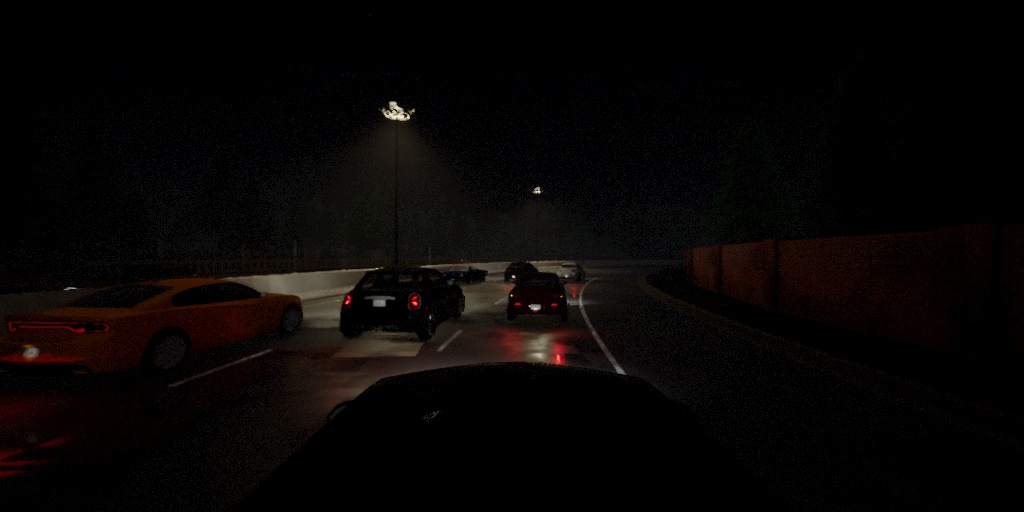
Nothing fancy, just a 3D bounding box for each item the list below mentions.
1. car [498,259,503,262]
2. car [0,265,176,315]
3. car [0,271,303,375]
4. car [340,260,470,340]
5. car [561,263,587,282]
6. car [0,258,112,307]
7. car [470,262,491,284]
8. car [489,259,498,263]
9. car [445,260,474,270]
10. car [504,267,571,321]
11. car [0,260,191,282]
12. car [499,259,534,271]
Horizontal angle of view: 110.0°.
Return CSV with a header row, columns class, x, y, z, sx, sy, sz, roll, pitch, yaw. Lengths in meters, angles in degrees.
class,x,y,z,sx,sy,sz,roll,pitch,yaw
car,0.391,1.179,53.257,1.882,1.535,5.008,0,0,31
car,-16.622,1.173,14.113,1.837,1.490,4.892,0,0,7
car,-6.565,1.195,7.479,1.882,1.535,5.008,0,0,3
car,-2.794,1.082,10.177,2.097,1.767,4.553,0,0,5
car,4.819,1.269,29.108,1.812,1.442,4.674,0,0,18
car,-20.049,1.005,14.663,2.097,1.767,4.553,0,0,8
car,-3.363,1.313,26.341,1.895,1.301,4.718,0,0,15
car,-2.390,1.166,55.415,1.882,1.535,5.008,0,0,31
car,-7.726,1.269,53.146,1.895,1.301,4.718,0,0,29
car,0.957,1.269,12.367,1.812,1.442,4.674,0,0,7
car,-13.318,1.036,12.257,2.097,1.767,4.553,0,0,7
car,0.813,1.233,28.043,1.837,1.490,4.892,0,0,17
